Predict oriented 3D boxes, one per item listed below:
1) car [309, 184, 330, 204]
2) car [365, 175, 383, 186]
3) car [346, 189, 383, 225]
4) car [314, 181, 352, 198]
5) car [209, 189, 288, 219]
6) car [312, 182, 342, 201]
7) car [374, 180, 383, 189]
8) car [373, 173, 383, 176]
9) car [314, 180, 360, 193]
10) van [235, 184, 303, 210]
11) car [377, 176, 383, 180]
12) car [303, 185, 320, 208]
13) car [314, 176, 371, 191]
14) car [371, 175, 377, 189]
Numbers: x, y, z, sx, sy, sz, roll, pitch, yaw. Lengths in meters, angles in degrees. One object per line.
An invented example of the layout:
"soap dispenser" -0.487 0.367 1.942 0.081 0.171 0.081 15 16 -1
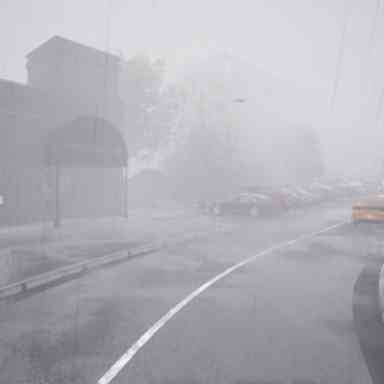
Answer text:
"car" 8.774 0.367 28.184 4.674 1.452 2.002 1 4 41
"car" 30.599 -1.897 53.530 4.553 1.767 2.185 1 4 41
"car" 10.112 0.878 17.828 1.882 1.535 5.008 1 4 40
"car" 12.404 -0.022 32.414 4.892 1.521 2.231 1 4 41
"car" 3.319 0.821 21.821 4.892 1.521 2.231 1 3 41
"car" 10.515 0.161 30.197 4.892 1.521 2.231 1 4 41
"car" 21.695 -0.384 36.218 1.895 1.301 4.718 1 4 41
"car" 25.101 -1.373 47.227 4.553 1.767 2.185 1 4 41
"car" 14.230 -0.198 34.520 5.008 1.535 2.097 1 4 41
"van" 5.225 0.448 23.864 4.442 1.987 1.878 1 4 41
"car" 23.333 -1.042 45.079 4.792 1.488 2.163 1 4 41
"car" 6.954 0.503 26.072 4.892 1.521 2.231 1 4 41
"car" 16.057 -0.623 36.607 5.566 2.045 2.435 1 4 41
"car" 19.568 -0.840 40.788 4.553 1.767 2.185 1 4 41
